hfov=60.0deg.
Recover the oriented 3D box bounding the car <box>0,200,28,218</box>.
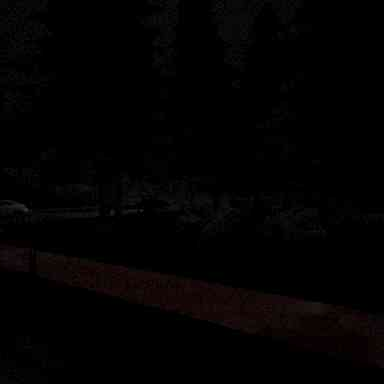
[{"bbox_3d":[-15.338,1.363,26.059,1.812,1.442,4.674,0,0,35],"label":"car"}]

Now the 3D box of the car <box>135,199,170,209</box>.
[{"bbox_3d":[-4.832,1.481,40.772,1.895,1.301,4.718,0,0,35],"label":"car"}]

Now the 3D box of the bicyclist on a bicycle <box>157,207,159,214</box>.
[{"bbox_3d":[-3.563,1.143,28.944,1.656,1.620,0.582,0,0,22],"label":"bicyclist on a bicycle"}]

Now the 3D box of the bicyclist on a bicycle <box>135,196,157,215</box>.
[{"bbox_3d":[-4.125,1.142,28.461,1.656,1.620,0.582,0,0,15],"label":"bicyclist on a bicycle"}]
